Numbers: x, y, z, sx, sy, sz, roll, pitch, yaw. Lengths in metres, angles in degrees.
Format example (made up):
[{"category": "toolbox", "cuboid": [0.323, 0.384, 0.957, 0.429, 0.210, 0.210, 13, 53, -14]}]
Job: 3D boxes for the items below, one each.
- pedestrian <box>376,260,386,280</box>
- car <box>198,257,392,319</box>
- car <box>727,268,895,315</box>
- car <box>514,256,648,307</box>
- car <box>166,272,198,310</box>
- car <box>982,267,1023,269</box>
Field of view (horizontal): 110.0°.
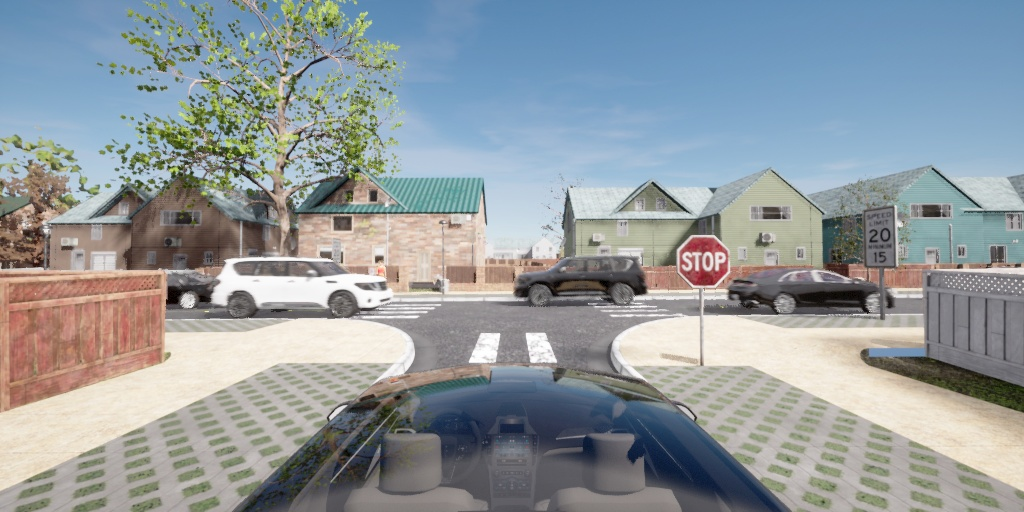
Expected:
[{"category": "pedestrian", "cuboid": [-6.737, 1.117, 18.346, 0.375, 1.860, 0.375, 0, -1, 1]}, {"category": "car", "cuboid": [-7.141, 1.051, 12.489, 5.566, 2.045, 2.150, -1, -1, 1]}, {"category": "car", "cuboid": [10.070, 1.163, 12.283, 4.902, 1.511, 2.128, 0, -1, 1]}, {"category": "car", "cuboid": [2.859, 1.034, 15.318, 5.566, 2.045, 2.150, 0, -1, 0]}, {"category": "car", "cuboid": [-14.588, 1.460, 15.519, 5.008, 1.535, 1.882, -1, -1, 1]}, {"category": "car", "cuboid": [20.721, 1.185, 15.108, 4.674, 1.442, 1.812, 0, -1, 1]}]
